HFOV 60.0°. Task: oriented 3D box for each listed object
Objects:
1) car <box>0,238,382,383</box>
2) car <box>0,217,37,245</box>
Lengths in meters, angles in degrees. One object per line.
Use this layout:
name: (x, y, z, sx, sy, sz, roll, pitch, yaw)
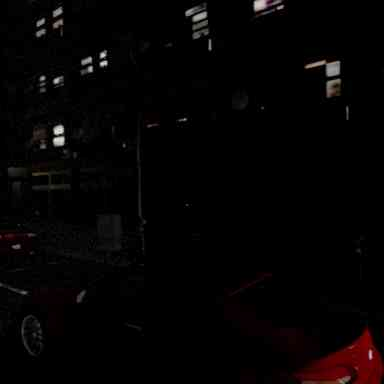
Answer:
car: (-0.307, 1.511, 4.180, 4.674, 1.442, 1.812, 1, 0, 36)
car: (-6.968, 1.462, 11.112, 4.507, 1.381, 1.887, 1, -1, 36)
